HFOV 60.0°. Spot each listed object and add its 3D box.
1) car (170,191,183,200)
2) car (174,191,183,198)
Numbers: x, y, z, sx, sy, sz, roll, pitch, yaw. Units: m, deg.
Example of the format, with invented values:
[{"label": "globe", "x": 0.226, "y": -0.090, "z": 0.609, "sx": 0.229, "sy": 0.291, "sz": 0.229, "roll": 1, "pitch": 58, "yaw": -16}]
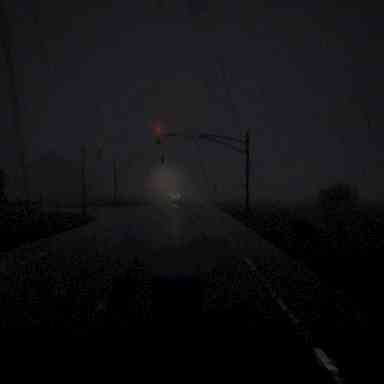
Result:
[{"label": "car", "x": -3.397, "y": 0.784, "z": 69.372, "sx": 2.097, "sy": 1.767, "sz": 4.553, "roll": 0, "pitch": 1, "yaw": 0}, {"label": "car", "x": -3.374, "y": 0.614, "z": 85.790, "sx": 2.097, "sy": 1.767, "sz": 4.553, "roll": 0, "pitch": 1, "yaw": 0}]
